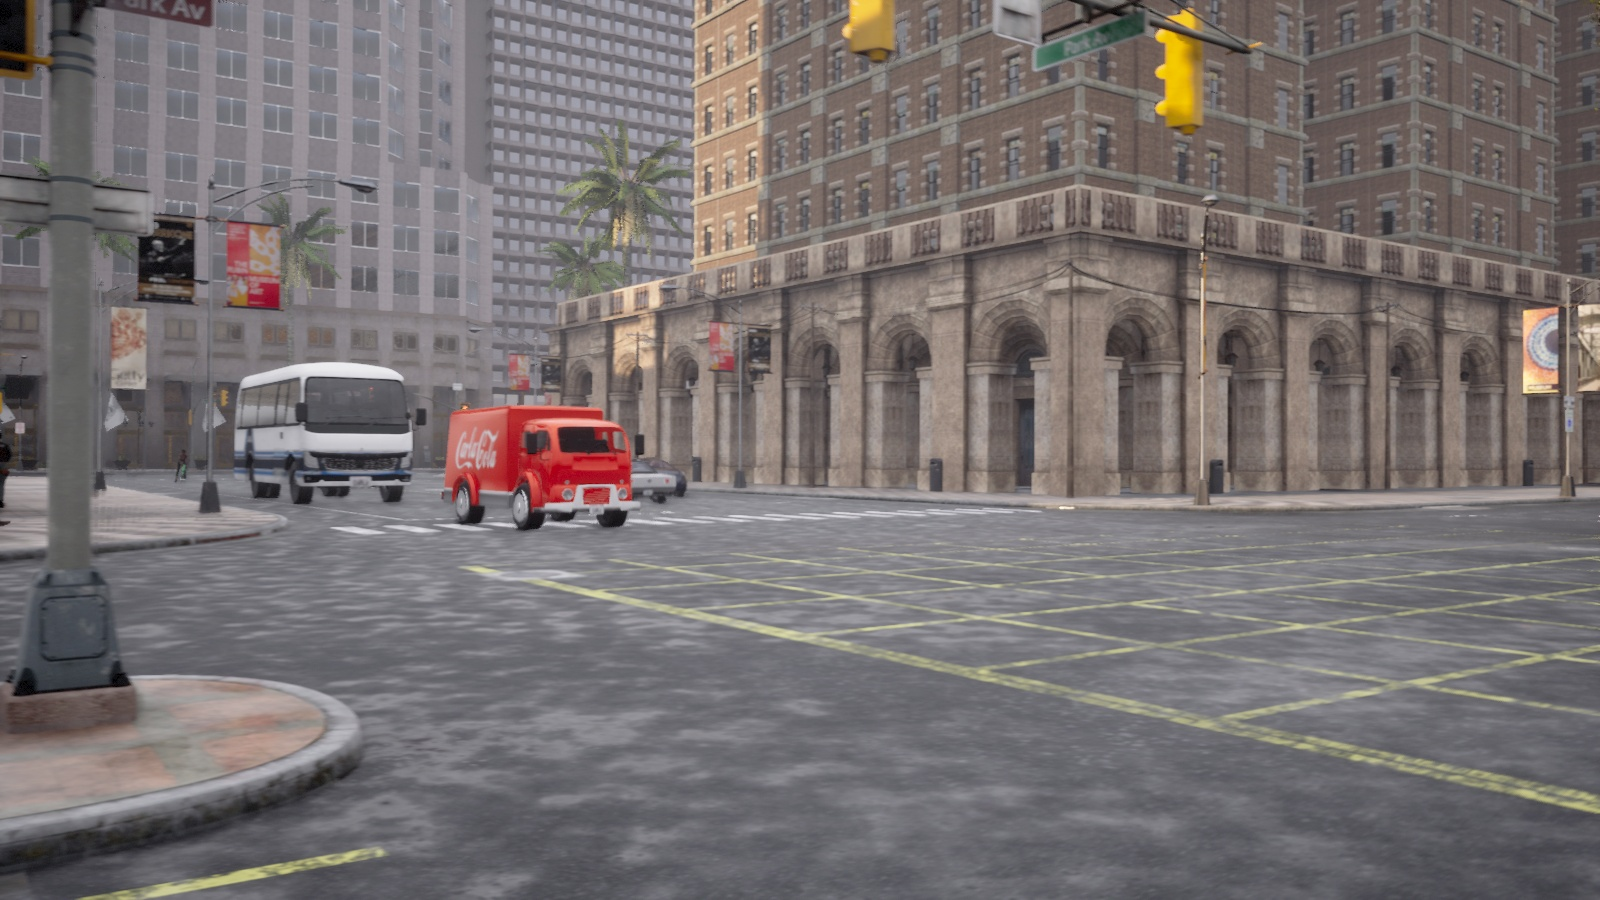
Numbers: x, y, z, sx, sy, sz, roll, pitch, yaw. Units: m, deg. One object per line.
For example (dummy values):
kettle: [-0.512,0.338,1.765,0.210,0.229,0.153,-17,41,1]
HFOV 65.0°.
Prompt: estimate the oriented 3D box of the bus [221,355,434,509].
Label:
bus: [-15.338,-0.481,40.040,3.944,4.253,10.273,0,0,-35]

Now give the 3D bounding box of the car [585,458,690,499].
car: [-5.846,0.971,44.775,1.994,1.385,4.181,0,0,-35]

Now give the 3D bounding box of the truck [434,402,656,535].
truck: [-5.411,0.355,26.059,2.627,2.467,5.204,0,0,-35]

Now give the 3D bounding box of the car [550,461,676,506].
car: [-5.832,0.986,38.719,1.895,1.301,4.718,0,0,-35]

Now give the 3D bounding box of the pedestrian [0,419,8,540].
pedestrian: [-13.251,0.481,20.178,0.423,1.949,0.788,0,0,42]

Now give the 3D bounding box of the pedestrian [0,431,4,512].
pedestrian: [-19.407,0.521,30.230,0.402,1.930,0.666,0,0,-32]
